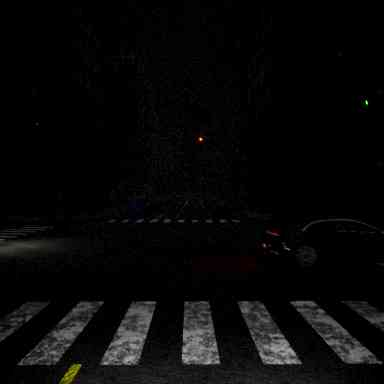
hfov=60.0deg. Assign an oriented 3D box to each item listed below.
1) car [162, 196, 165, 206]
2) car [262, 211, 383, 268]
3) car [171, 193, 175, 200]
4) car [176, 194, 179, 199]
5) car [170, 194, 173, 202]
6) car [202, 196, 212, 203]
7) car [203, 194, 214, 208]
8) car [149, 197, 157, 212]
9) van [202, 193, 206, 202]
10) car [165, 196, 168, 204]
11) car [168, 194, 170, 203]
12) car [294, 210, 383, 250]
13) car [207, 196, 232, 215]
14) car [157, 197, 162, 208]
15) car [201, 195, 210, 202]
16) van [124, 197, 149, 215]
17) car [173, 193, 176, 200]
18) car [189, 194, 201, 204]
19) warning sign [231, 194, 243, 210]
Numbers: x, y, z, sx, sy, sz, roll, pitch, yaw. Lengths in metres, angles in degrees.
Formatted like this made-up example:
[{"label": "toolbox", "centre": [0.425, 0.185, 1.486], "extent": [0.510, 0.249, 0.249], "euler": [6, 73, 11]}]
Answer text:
[{"label": "car", "centre": [-5.593, 1.585, 50.400], "extent": [1.802, 1.307, 4.206], "euler": [0, 0, 0]}, {"label": "car", "centre": [4.746, 1.502, 10.686], "extent": [4.902, 1.511, 2.128], "euler": [0, 0, 0]}, {"label": "car", "centre": [-5.472, 1.544, 73.072], "extent": [1.887, 1.381, 4.507], "euler": [0, 0, 0]}, {"label": "car", "centre": [-5.381, 1.307, 90.078], "extent": [2.192, 1.841, 5.009], "euler": [0, 0, 0]}, {"label": "car", "centre": [-5.502, 1.567, 67.404], "extent": [1.947, 1.339, 4.313], "euler": [0, 0, 0]}, {"label": "car", "centre": [3.024, 1.552, 67.367], "extent": [2.008, 1.369, 4.403], "euler": [0, 0, 0]}, {"label": "car", "centre": [2.902, 1.443, 44.690], "extent": [1.967, 1.590, 4.097], "euler": [0, 0, 0]}, {"label": "car", "centre": [-5.654, 1.443, 39.064], "extent": [1.967, 1.590, 4.097], "euler": [0, 0, 0]}, {"label": "van", "centre": [2.963, 1.344, 56.028], "extent": [1.690, 1.788, 3.998], "euler": [0, 0, 0]}, {"label": "car", "centre": [-5.563, 1.569, 56.068], "extent": [1.947, 1.339, 4.313], "euler": [0, 0, 0]}, {"label": "car", "centre": [-5.533, 1.527, 61.566], "extent": [1.752, 1.417, 4.829], "euler": [0, 0, 0]}, {"label": "car", "centre": [6.906, 1.538, 13.956], "extent": [4.674, 1.442, 1.812], "euler": [0, 0, 0]}, {"label": "car", "centre": [2.842, 1.442, 33.352], "extent": [1.967, 1.590, 4.097], "euler": [0, 0, 0]}, {"label": "car", "centre": [-5.623, 1.569, 44.732], "extent": [1.947, 1.339, 4.313], "euler": [0, 0, 0]}, {"label": "car", "centre": [3.084, 1.437, 78.706], "extent": [1.967, 1.590, 4.097], "euler": [0, 0, 0]}, {"label": "van", "centre": [-5.684, 1.343, 33.395], "extent": [1.690, 1.788, 3.998], "euler": [0, 0, 0]}, {"label": "car", "centre": [-5.442, 1.522, 78.571], "extent": [1.752, 1.417, 4.829], "euler": [0, 0, 0]}, {"label": "car", "centre": [0.338, 1.566, 63.725], "extent": [1.994, 1.385, 4.181], "euler": [0, 0, 0]}, {"label": "warning sign", "centre": [5.275, 1.118, 39.333], "extent": [1.300, 1.860, 1.060], "euler": [0, 0, 0]}]
